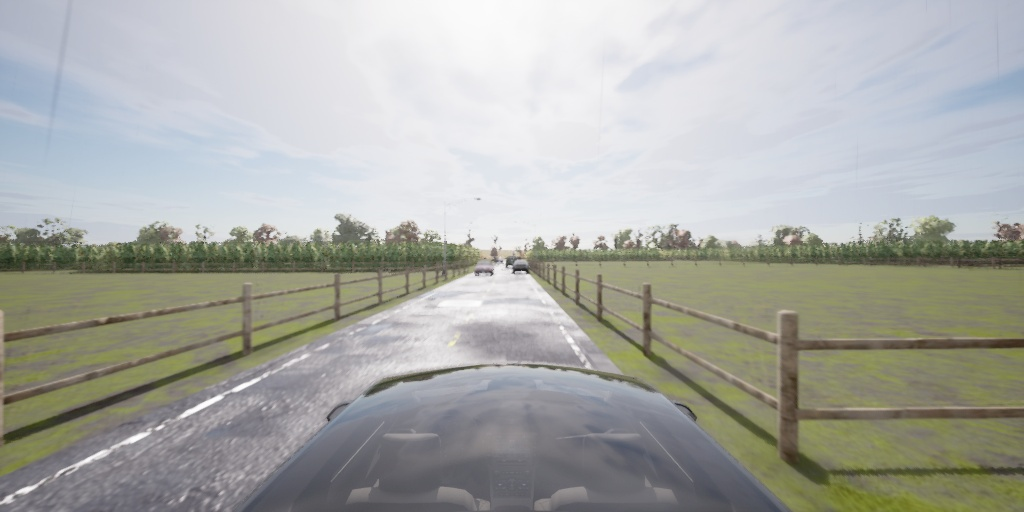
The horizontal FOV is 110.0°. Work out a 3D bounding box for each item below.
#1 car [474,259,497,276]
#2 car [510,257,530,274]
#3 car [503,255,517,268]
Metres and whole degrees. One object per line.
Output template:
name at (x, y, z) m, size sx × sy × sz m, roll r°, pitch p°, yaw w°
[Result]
car at (-2.829, 1.256, 37.283) m, size 1.812 × 1.442 × 4.674 m, roll 0°, pitch 0°, yaw 0°
car at (0.974, 1.232, 40.996) m, size 1.837 × 1.490 × 4.892 m, roll 0°, pitch 0°, yaw 0°
car at (0.019, 0.923, 60.049) m, size 2.150 × 2.045 × 5.566 m, roll 0°, pitch 0°, yaw 0°
